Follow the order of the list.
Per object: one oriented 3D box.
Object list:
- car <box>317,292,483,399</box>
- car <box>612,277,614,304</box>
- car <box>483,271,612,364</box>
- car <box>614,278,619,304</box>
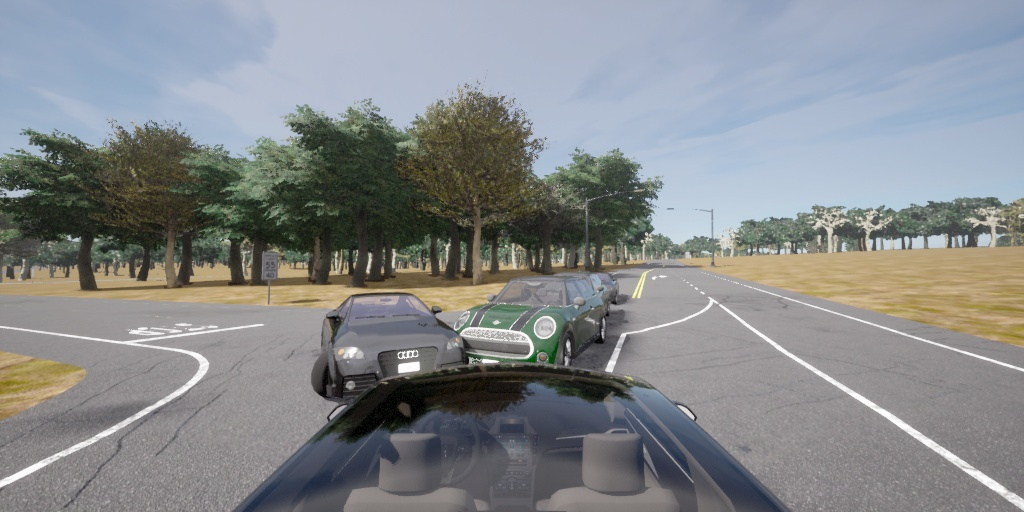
[{"bbox_3d":[-2.348,1.375,6.572,1.994,1.385,4.181,1,-2,-29],"label":"car"},{"bbox_3d":[2.032,1.344,12.088,2.097,1.767,4.553,-1,-1,21],"label":"car"},{"bbox_3d":[0.624,1.218,7.776,2.097,1.767,4.553,-1,-2,26],"label":"car"},{"bbox_3d":[4.229,1.509,17.814,1.994,1.385,4.181,-1,0,19],"label":"car"}]
